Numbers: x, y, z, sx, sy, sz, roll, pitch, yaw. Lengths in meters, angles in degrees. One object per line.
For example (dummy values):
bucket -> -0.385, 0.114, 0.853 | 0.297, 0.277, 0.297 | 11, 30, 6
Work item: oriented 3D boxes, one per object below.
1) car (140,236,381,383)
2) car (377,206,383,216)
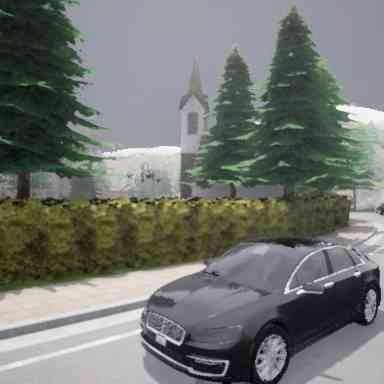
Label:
car -> 1.470, 1.561, 5.547 | 4.892, 1.490, 1.837 | 2, -1, -41
car -> 22.527, 1.955, 36.902 | 2.128, 1.511, 4.902 | 0, 0, -2
